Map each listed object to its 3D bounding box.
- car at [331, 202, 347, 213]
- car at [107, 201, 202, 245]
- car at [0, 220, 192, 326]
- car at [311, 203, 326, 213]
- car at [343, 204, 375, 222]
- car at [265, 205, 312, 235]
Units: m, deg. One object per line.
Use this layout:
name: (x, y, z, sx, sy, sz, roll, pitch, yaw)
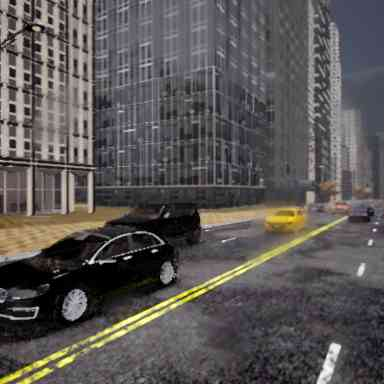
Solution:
car: (21.569, 2.186, 48.197, 2.097, 1.767, 4.553, 0, -1, 30)
car: (-1.554, 1.453, 14.977, 2.150, 2.045, 5.566, 0, -1, 30)
car: (-2.095, 1.620, 7.589, 1.837, 1.490, 4.892, 0, -1, 30)
car: (18.722, 2.341, 49.766, 2.128, 1.511, 4.902, 0, -1, 30)
car: (16.380, 2.116, 32.434, 2.033, 1.411, 5.357, 0, -1, 30)
car: (6.348, 1.849, 22.081, 1.882, 1.535, 5.008, 0, -1, 30)
